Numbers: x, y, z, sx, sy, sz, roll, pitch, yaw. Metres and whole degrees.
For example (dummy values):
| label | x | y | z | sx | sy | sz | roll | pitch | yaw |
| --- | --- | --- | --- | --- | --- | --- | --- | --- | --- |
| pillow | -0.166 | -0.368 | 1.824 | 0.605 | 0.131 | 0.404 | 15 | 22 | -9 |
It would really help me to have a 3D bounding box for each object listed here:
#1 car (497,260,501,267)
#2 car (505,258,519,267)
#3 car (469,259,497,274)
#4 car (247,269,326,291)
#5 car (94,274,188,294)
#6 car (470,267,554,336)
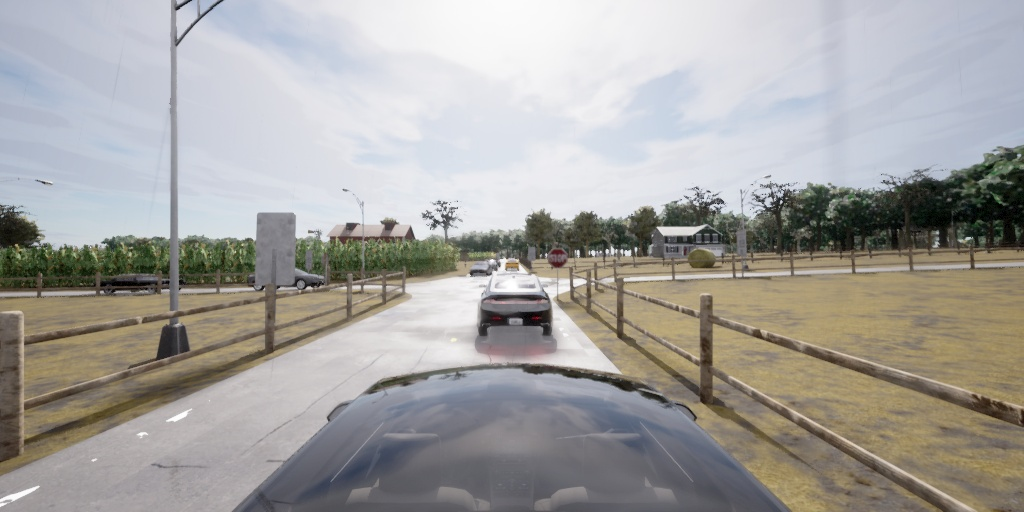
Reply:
| label | x | y | z | sx | sy | sz | roll | pitch | yaw |
| --- | --- | --- | --- | --- | --- | --- | --- | --- | --- |
| car | -2.904 | 1.209 | 48.726 | 2.128 | 1.511 | 4.902 | 0 | 0 | 0 |
| car | 0.025 | 1.193 | 51.588 | 1.882 | 1.535 | 5.008 | 0 | 0 | 0 |
| car | -3.085 | 1.281 | 36.557 | 2.033 | 1.411 | 5.357 | 0 | 0 | 2 |
| car | -15.340 | 1.565 | 24.518 | 4.892 | 1.490 | 1.837 | -1 | -2 | 1 |
| car | -25.251 | 1.874 | 24.538 | 4.718 | 1.301 | 1.895 | -1 | -2 | 0 |
| car | 0.057 | 1.245 | 10.380 | 2.128 | 1.511 | 4.902 | 0 | 0 | -1 |
